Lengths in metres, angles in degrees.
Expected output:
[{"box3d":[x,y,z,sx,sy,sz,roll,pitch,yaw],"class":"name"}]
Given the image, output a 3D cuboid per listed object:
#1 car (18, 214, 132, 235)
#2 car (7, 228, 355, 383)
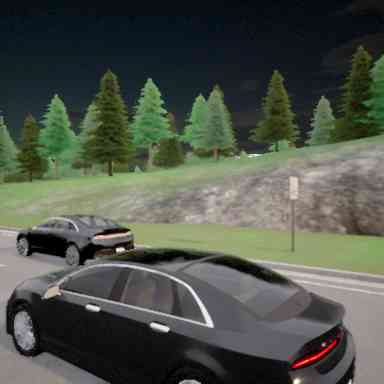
[{"box3d":[-4.099,1.505,11.312,4.902,1.511,2.128,0,0,36],"class":"car"},{"box3d":[-0.570,1.509,4.407,4.892,1.490,1.837,0,0,36],"class":"car"}]
